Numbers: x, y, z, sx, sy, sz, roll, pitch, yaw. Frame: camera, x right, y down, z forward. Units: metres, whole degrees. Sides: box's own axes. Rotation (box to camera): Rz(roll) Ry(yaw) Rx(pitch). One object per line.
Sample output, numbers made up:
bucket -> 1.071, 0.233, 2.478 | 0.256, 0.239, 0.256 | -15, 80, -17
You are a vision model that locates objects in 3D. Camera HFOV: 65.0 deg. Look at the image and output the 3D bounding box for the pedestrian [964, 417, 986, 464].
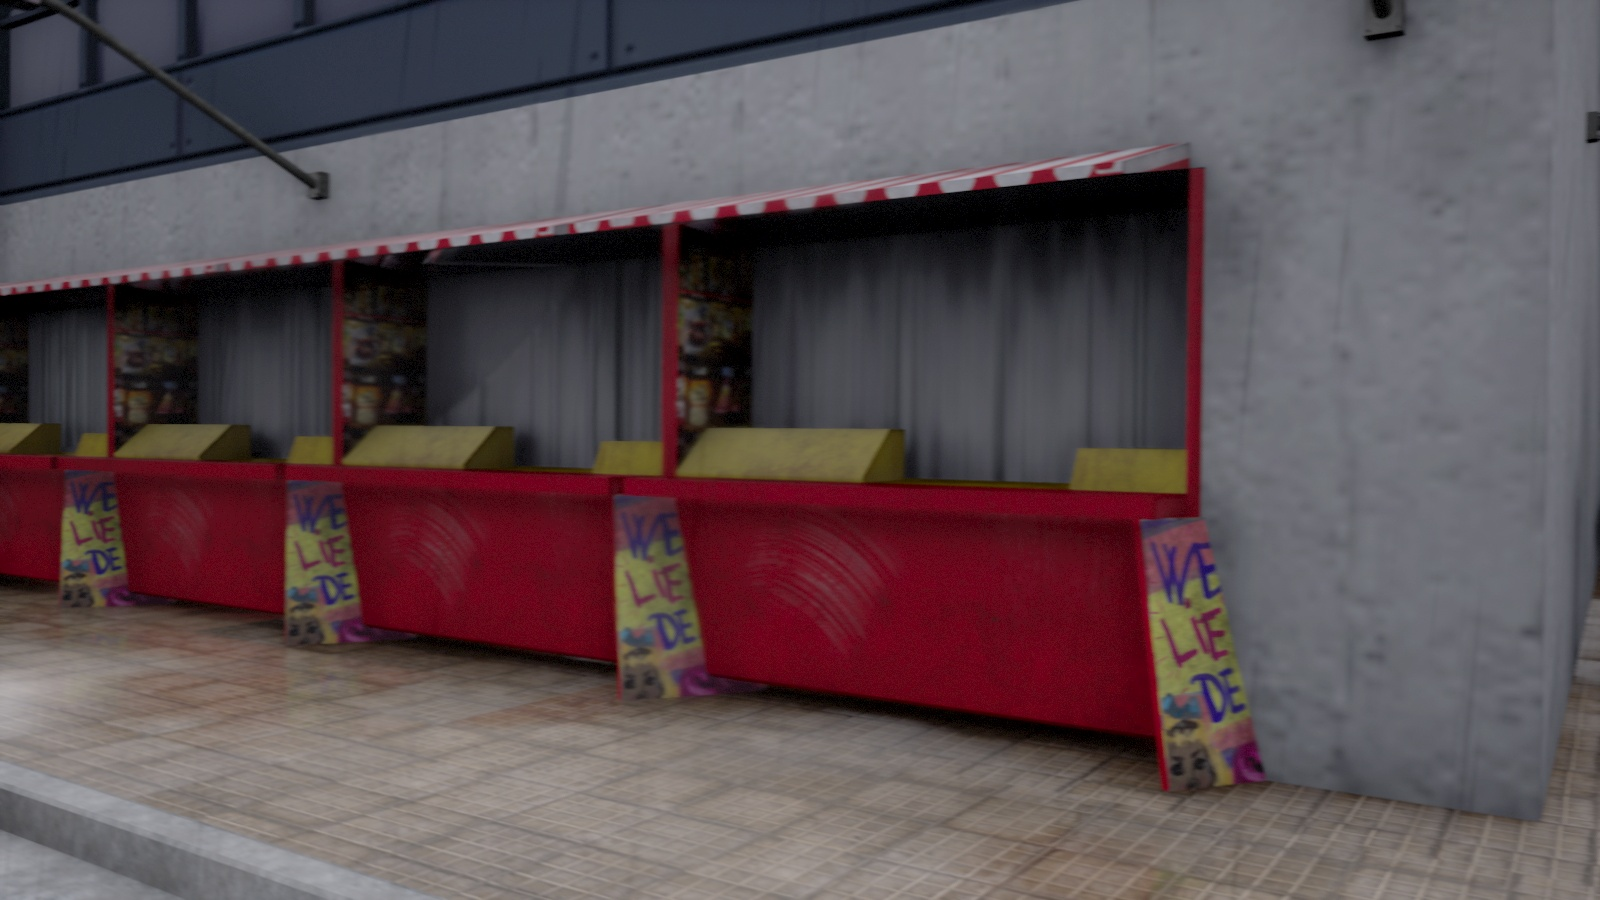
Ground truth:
pedestrian -> 7.318, -0.390, 52.415 | 0.788, 1.949, 0.423 | 0, 1, 34
